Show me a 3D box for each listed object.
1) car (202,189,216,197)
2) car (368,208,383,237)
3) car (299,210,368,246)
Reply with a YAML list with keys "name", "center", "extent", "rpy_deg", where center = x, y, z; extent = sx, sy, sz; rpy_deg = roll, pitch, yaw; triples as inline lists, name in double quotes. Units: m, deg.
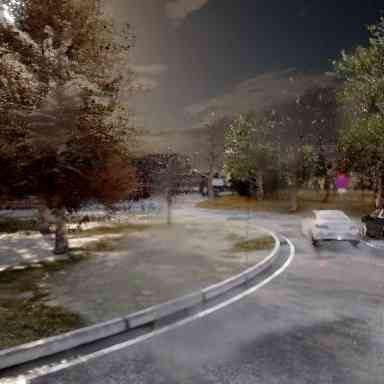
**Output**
- name: "car"
  center: [4.333, 0.236, 93.024]
  extent: [2.150, 2.045, 5.566]
  rpy_deg: [0, 1, 14]
- name: "car"
  center: [9.308, 1.464, 15.209]
  extent: [2.128, 1.511, 4.902]
  rpy_deg: [0, 0, 9]
- name: "car"
  center: [6.098, 1.518, 15.079]
  extent: [1.812, 1.442, 4.674]
  rpy_deg: [0, 0, 10]
